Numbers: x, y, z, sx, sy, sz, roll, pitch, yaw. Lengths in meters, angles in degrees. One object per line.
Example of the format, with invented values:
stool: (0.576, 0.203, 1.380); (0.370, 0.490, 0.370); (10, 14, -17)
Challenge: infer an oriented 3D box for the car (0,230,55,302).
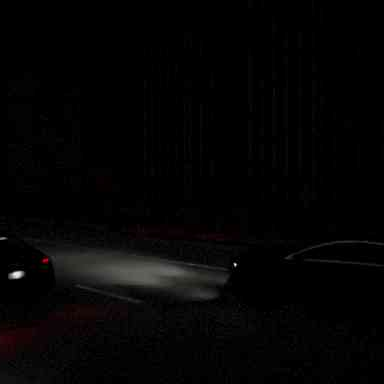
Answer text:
car: (-5.003, 1.569, 7.562); (4.181, 1.385, 1.994); (0, 0, 35)

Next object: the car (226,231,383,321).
car: (2.991, 1.492, 6.159); (4.902, 1.511, 2.128); (0, 0, 36)
